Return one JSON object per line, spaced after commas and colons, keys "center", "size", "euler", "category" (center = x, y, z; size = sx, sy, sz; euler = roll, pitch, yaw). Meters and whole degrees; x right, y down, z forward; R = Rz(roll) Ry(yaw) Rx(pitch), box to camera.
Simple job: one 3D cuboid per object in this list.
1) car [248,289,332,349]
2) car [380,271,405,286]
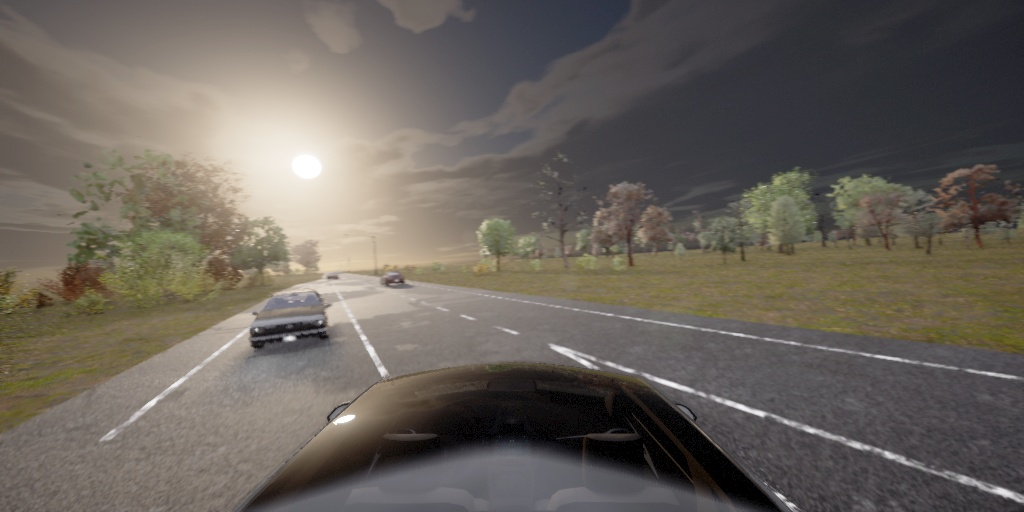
{"center": [-6.894, 1.813, 11.489], "size": [2.033, 1.411, 5.357], "euler": [-4, 0, -28], "category": "car"}
{"center": [-12.416, 2.307, 37.254], "size": [1.812, 1.442, 4.674], "euler": [-4, 0, -28], "category": "car"}
